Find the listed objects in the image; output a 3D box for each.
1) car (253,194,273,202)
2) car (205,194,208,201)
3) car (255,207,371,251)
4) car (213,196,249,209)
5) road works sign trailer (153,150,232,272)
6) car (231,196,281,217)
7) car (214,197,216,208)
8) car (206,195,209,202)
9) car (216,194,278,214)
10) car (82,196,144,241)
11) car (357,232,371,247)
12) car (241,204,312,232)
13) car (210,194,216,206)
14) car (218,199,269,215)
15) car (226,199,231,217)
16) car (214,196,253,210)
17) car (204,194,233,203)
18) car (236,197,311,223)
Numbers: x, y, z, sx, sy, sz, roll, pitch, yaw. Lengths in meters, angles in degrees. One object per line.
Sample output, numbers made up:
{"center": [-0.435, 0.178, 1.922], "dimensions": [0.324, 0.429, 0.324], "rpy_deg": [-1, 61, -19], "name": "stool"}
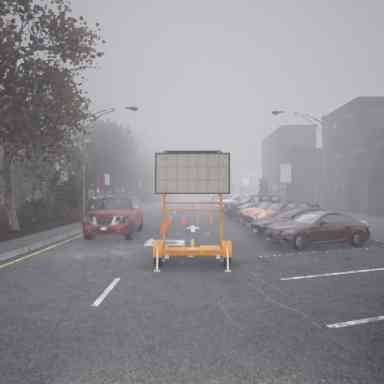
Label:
{"center": [18.637, 1.463, 87.065], "dimensions": [2.435, 2.045, 5.566], "rpy_deg": [0, 0, -21], "name": "car"}
{"center": [5.414, 1.613, 65.020], "dimensions": [5.366, 1.575, 1.946], "rpy_deg": [1, 0, -20], "name": "car"}
{"center": [5.338, 1.528, 14.036], "dimensions": [4.674, 1.452, 2.002], "rpy_deg": [1, 0, -20], "name": "car"}
{"center": [5.486, 1.424, 47.056], "dimensions": [4.553, 1.767, 2.185], "rpy_deg": [1, 0, -20], "name": "car"}
{"center": [0.019, 0.465, 10.771], "dimensions": [2.380, 3.560, 2.880], "rpy_deg": [0, 0, 0], "name": "road works sign trailer"}
{"center": [5.411, 1.369, 23.049], "dimensions": [4.553, 1.767, 2.185], "rpy_deg": [1, 0, -20], "name": "car"}
{"center": [5.255, 1.503, 31.982], "dimensions": [5.366, 1.575, 1.946], "rpy_deg": [1, 0, -20], "name": "car"}
{"center": [5.554, 1.583, 56.075], "dimensions": [5.008, 1.535, 2.097], "rpy_deg": [1, -1, -20], "name": "car"}
{"center": [5.401, 1.252, 29.024], "dimensions": [5.566, 2.045, 2.435], "rpy_deg": [1, 0, -20], "name": "car"}
{"center": [-3.825, 1.224, 17.145], "dimensions": [2.150, 2.045, 5.566], "rpy_deg": [0, 0, 0], "name": "car"}
{"center": [5.318, 1.487, 5.036], "dimensions": [4.892, 1.521, 2.231], "rpy_deg": [1, 0, -20], "name": "car"}
{"center": [5.321, 1.518, 17.028], "dimensions": [4.792, 1.488, 2.163], "rpy_deg": [1, 0, -20], "name": "car"}
{"center": [5.443, 1.271, 38.041], "dimensions": [5.566, 2.045, 2.435], "rpy_deg": [1, 0, -20], "name": "car"}
{"center": [5.419, 1.545, 35.039], "dimensions": [4.792, 1.488, 2.163], "rpy_deg": [1, 0, -20], "name": "car"}
{"center": [5.391, 1.538, 26.045], "dimensions": [4.674, 1.452, 2.002], "rpy_deg": [1, 0, -20], "name": "car"}
{"center": [5.470, 1.414, 44.054], "dimensions": [4.553, 1.767, 2.185], "rpy_deg": [1, 0, -20], "name": "car"}
{"center": [5.622, 1.391, 71.113], "dimensions": [5.566, 2.045, 2.435], "rpy_deg": [1, 0, -20], "name": "car"}
{"center": [5.395, 1.366, 20.048], "dimensions": [4.553, 1.767, 2.185], "rpy_deg": [1, 0, -20], "name": "car"}
